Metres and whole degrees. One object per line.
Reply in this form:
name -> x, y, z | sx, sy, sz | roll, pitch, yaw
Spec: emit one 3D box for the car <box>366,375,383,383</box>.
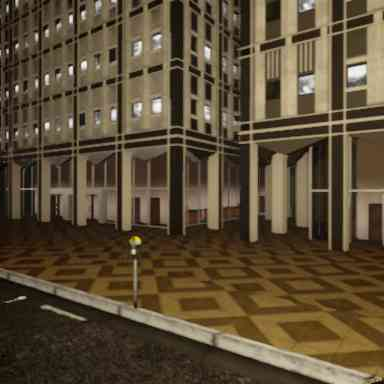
car -> 2.540, 1.450, 1.067 | 4.097, 1.590, 1.967 | 0, 0, 36
